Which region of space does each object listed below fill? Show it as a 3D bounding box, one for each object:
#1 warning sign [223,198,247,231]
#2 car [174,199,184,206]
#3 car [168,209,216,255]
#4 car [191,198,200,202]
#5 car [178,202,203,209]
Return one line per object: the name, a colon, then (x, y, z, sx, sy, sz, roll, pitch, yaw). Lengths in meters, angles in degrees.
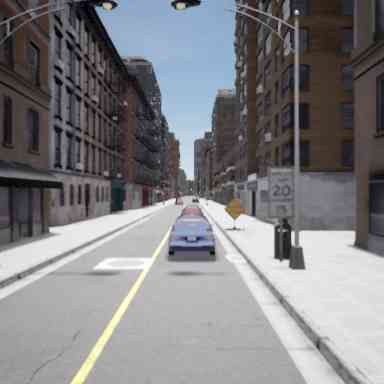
warning sign: (2.520, 1.299, 19.584, 1.300, 1.860, 1.060, 0, 0, 0)
car: (-2.758, 2.152, 70.978, 1.812, 1.442, 4.674, 0, 0, 0)
car: (-0.001, 1.679, 13.990, 2.033, 1.411, 5.357, 0, 0, 0)
car: (0.946, 2.277, 89.583, 1.837, 1.490, 4.892, 0, 0, 0)
car: (0.001, 1.836, 29.285, 1.994, 1.385, 4.181, 0, 0, 0)
